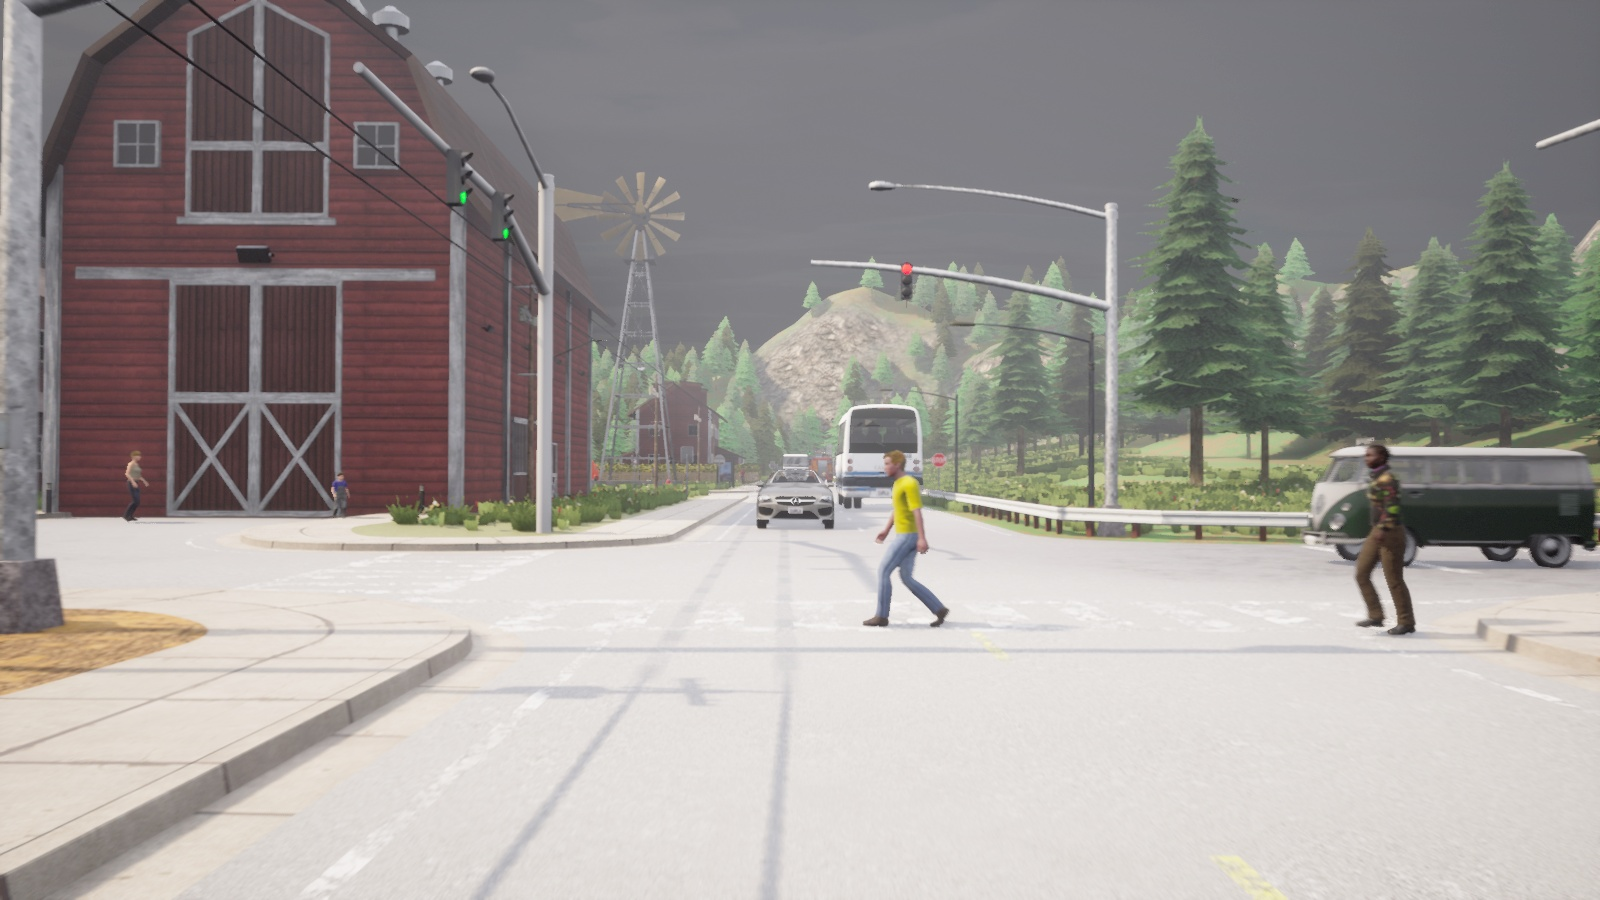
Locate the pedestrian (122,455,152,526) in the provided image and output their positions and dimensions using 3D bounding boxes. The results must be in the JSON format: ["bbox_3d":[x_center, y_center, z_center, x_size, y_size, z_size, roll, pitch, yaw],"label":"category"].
[{"bbox_3d":[-17.117,1.041,32.422,0.594,1.836,0.345,0,-1,-2],"label":"pedestrian"}]

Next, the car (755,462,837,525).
[{"bbox_3d":[-0.114,1.195,35.902,2.152,1.651,5.027,0,-1,0],"label":"car"}]

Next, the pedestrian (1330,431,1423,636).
[{"bbox_3d":[5.510,0.789,12.021,0.692,1.930,0.395,0,-1,2],"label":"pedestrian"}]

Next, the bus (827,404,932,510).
[{"bbox_3d":[3.320,0.359,55.790,3.944,4.253,10.273,0,-1,0],"label":"bus"}]

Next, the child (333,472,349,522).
[{"bbox_3d":[-11.779,1.196,32.251,0.270,1.263,0.437,1,-1,-37],"label":"child"}]

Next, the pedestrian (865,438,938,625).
[{"bbox_3d":[1.007,0.806,12.576,0.706,1.836,0.354,0,-1,2],"label":"pedestrian"}]

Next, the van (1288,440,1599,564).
[{"bbox_3d":[10.828,0.853,21.213,4.442,1.987,1.775,0,-1,-1],"label":"van"}]
